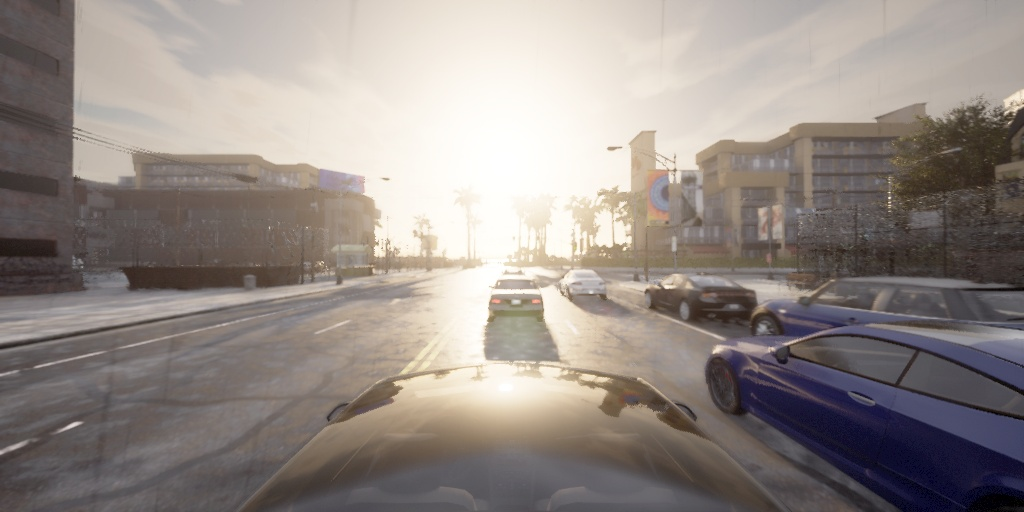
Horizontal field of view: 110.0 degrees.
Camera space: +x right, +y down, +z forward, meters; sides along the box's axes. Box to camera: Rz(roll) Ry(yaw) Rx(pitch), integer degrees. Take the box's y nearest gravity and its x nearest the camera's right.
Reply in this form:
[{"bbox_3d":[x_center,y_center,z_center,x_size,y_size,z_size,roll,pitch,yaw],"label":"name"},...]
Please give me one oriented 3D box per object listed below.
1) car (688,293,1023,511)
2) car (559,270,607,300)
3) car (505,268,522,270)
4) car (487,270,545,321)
[{"bbox_3d":[3.597,1.289,3.070,1.812,1.442,4.674,0,-1,0],"label":"car"},{"bbox_3d":[3.622,1.435,18.716,1.812,1.442,4.674,0,-1,0],"label":"car"},{"bbox_3d":[0.103,1.547,26.545,1.994,1.385,4.181,0,0,0],"label":"car"},{"bbox_3d":[0.107,1.400,12.932,2.033,1.411,5.357,0,0,0],"label":"car"}]
